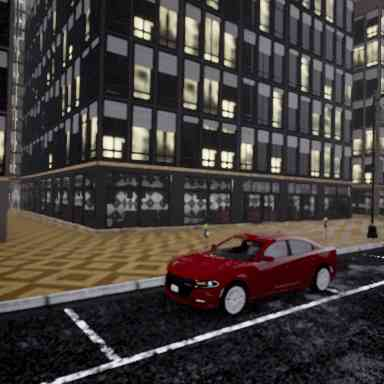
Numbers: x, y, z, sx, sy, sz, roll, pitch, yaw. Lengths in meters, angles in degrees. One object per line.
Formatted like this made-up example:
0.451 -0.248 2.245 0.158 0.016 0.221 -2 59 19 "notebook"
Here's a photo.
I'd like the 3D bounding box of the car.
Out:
1.507 1.610 7.623 4.507 1.381 1.887 1 0 -36 "car"
